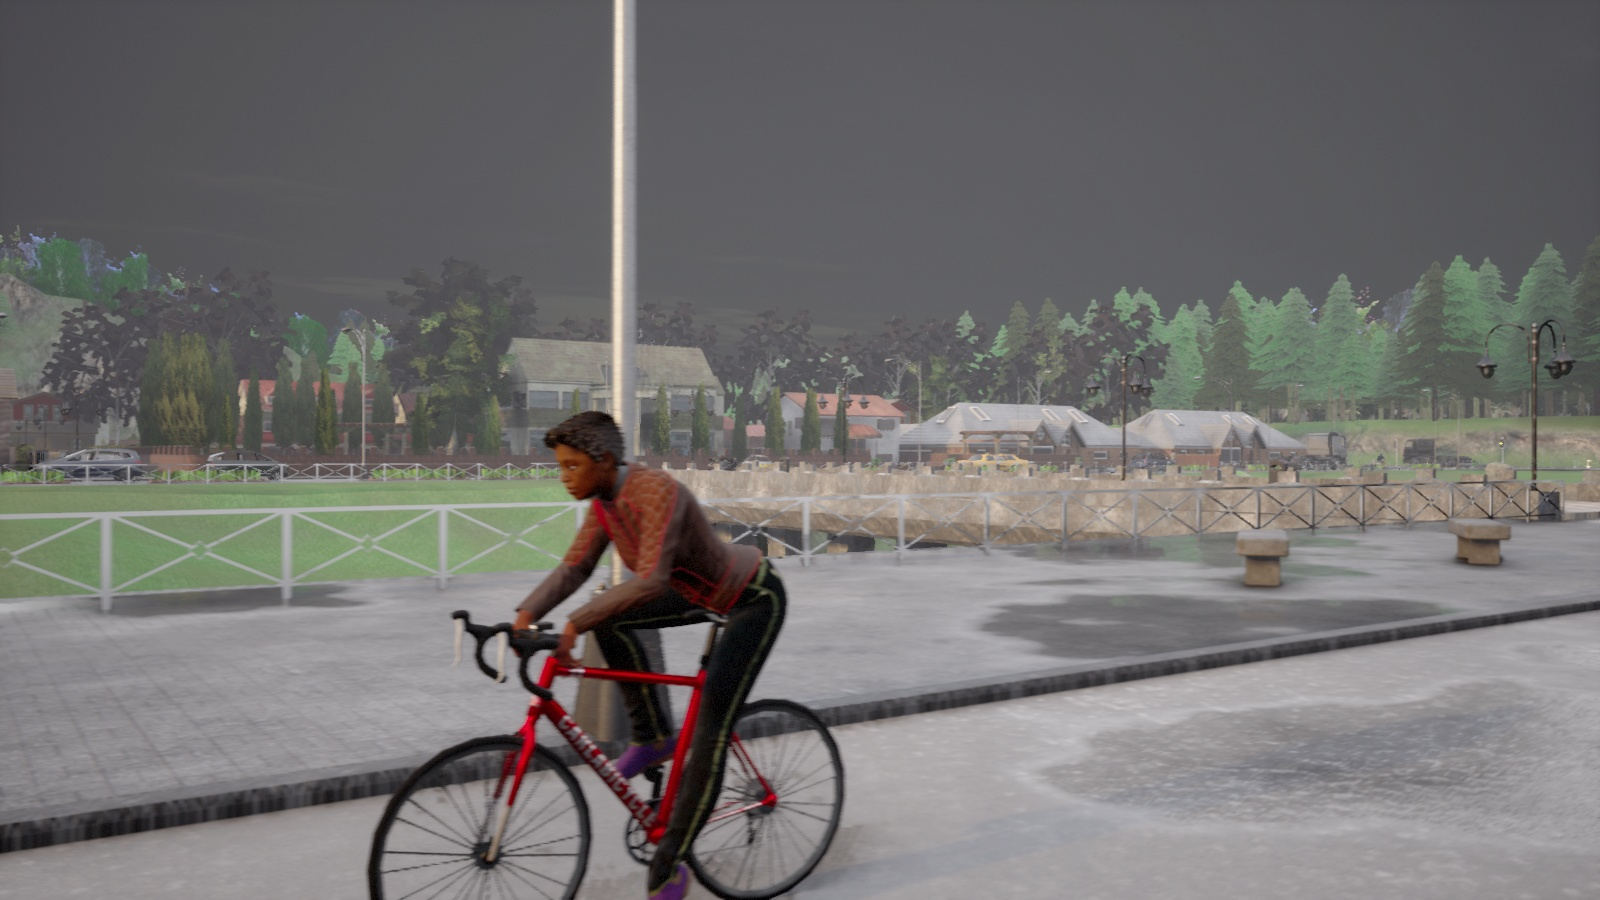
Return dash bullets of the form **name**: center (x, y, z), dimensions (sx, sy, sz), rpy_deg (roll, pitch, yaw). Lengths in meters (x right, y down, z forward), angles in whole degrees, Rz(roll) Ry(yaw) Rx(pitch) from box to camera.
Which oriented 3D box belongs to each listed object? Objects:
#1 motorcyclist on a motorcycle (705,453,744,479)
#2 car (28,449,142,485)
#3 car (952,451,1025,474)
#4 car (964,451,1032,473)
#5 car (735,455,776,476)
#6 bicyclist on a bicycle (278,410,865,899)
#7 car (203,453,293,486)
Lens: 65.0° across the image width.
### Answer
- **motorcyclist on a motorcycle**: center (-4.572, 0.976, 76.238), dimensions (2.191, 1.530, 0.866), rpy_deg (0, 0, -35)
- **car**: center (-34.366, 0.810, 60.385), dimensions (4.611, 1.667, 2.242), rpy_deg (0, 0, -35)
- **car**: center (13.339, 0.873, 88.699), dimensions (5.366, 1.575, 1.801), rpy_deg (0, 0, -35)
- **car**: center (14.959, 0.884, 94.700), dimensions (5.366, 1.575, 1.801), rpy_deg (0, 0, -35)
- **car**: center (-2.921, 1.007, 82.260), dimensions (2.207, 1.376, 1.481), rpy_deg (0, 0, -35)
- **bicyclist on a bicycle**: center (-0.640, 0.708, 3.822), dimensions (1.656, 1.620, 0.582), rpy_deg (0, 0, -35)
- **car**: center (-26.722, 0.929, 60.829), dimensions (3.705, 1.549, 1.789), rpy_deg (0, 0, -35)
